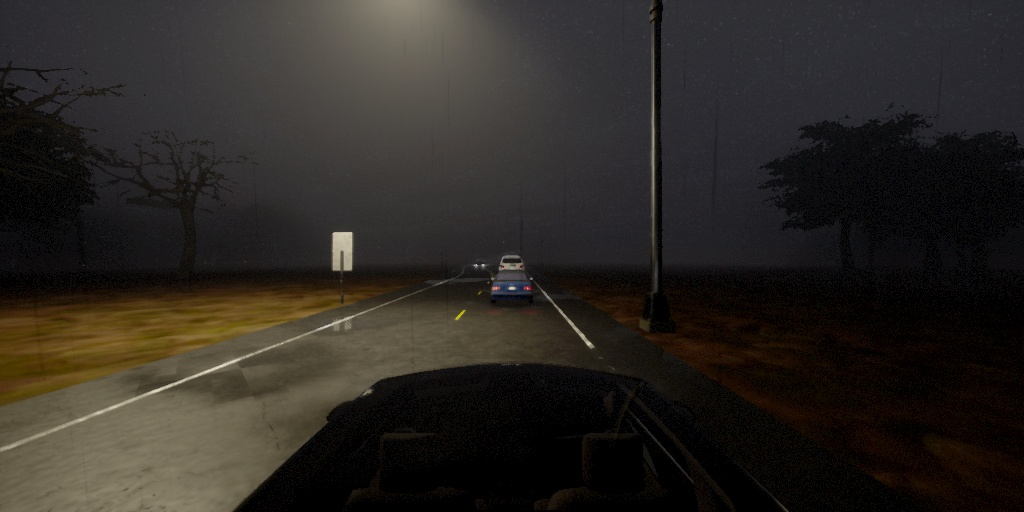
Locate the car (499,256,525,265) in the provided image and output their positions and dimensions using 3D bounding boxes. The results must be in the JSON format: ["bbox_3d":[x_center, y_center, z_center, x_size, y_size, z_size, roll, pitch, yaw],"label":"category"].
[{"bbox_3d":[0.000,1.014,31.534,2.150,2.045,5.566,0,0,0],"label":"car"}]

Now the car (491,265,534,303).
[{"bbox_3d":[0.000,1.316,16.500,2.033,1.411,5.357,0,0,0],"label":"car"}]
